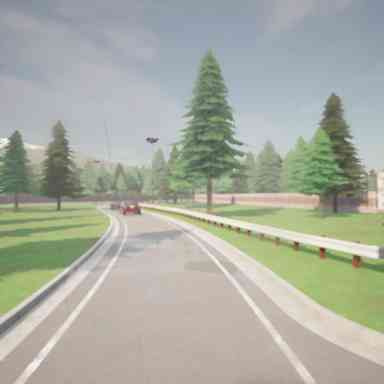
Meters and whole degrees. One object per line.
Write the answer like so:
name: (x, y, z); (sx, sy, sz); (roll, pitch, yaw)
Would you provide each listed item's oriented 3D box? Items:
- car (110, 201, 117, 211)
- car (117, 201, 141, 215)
car: (-11.953, 2.151, 53.090); (2.128, 1.511, 4.902); (0, -1, -19)
car: (-7.553, 1.846, 40.540); (2.097, 1.767, 4.553); (0, -1, -17)
